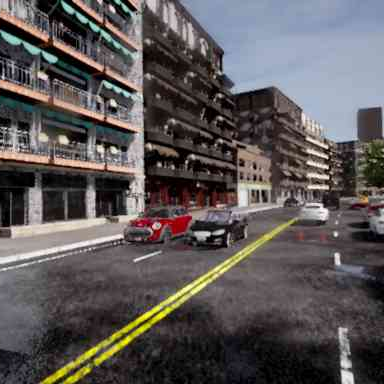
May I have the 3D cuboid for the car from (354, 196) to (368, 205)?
[{"bbox_3d":[30.508,1.477,59.901,1.882,1.535,5.008,-1,-1,30],"label":"car"}]

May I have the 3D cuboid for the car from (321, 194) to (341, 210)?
[{"bbox_3d":[18.731,1.273,44.817,2.150,2.045,5.566,-2,-1,27],"label":"car"}]

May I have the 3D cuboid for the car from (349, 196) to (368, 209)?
[{"bbox_3d":[21.771,1.584,43.673,1.895,1.301,4.718,-1,-1,28],"label":"car"}]

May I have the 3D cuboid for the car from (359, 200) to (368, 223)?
[{"bbox_3d":[12.261,1.479,21.828,1.812,1.442,4.674,-1,-1,24],"label":"car"}]

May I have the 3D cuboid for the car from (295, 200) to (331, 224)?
[{"bbox_3d":[9.142,1.568,24.902,1.812,1.442,4.674,-1,-1,24],"label":"car"}]

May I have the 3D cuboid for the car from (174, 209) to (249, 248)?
[{"bbox_3d":[1.329,1.604,15.551,2.128,1.511,4.902,-1,-1,23],"label":"car"}]

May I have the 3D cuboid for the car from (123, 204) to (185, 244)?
[{"bbox_3d":[-1.568,1.534,17.045,2.097,1.767,4.553,-1,-1,23],"label":"car"}]

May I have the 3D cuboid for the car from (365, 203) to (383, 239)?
[{"bbox_3d":[9.885,1.477,16.409,1.812,1.442,4.674,-1,-1,23],"label":"car"}]

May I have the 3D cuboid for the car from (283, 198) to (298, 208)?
[{"bbox_3d":[16.029,1.712,53.886,1.837,1.490,4.892,-1,0,29],"label":"car"}]

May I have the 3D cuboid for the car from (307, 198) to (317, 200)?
[{"bbox_3d":[18.789,1.683,52.172,2.033,1.411,5.357,-1,-1,29],"label":"car"}]
